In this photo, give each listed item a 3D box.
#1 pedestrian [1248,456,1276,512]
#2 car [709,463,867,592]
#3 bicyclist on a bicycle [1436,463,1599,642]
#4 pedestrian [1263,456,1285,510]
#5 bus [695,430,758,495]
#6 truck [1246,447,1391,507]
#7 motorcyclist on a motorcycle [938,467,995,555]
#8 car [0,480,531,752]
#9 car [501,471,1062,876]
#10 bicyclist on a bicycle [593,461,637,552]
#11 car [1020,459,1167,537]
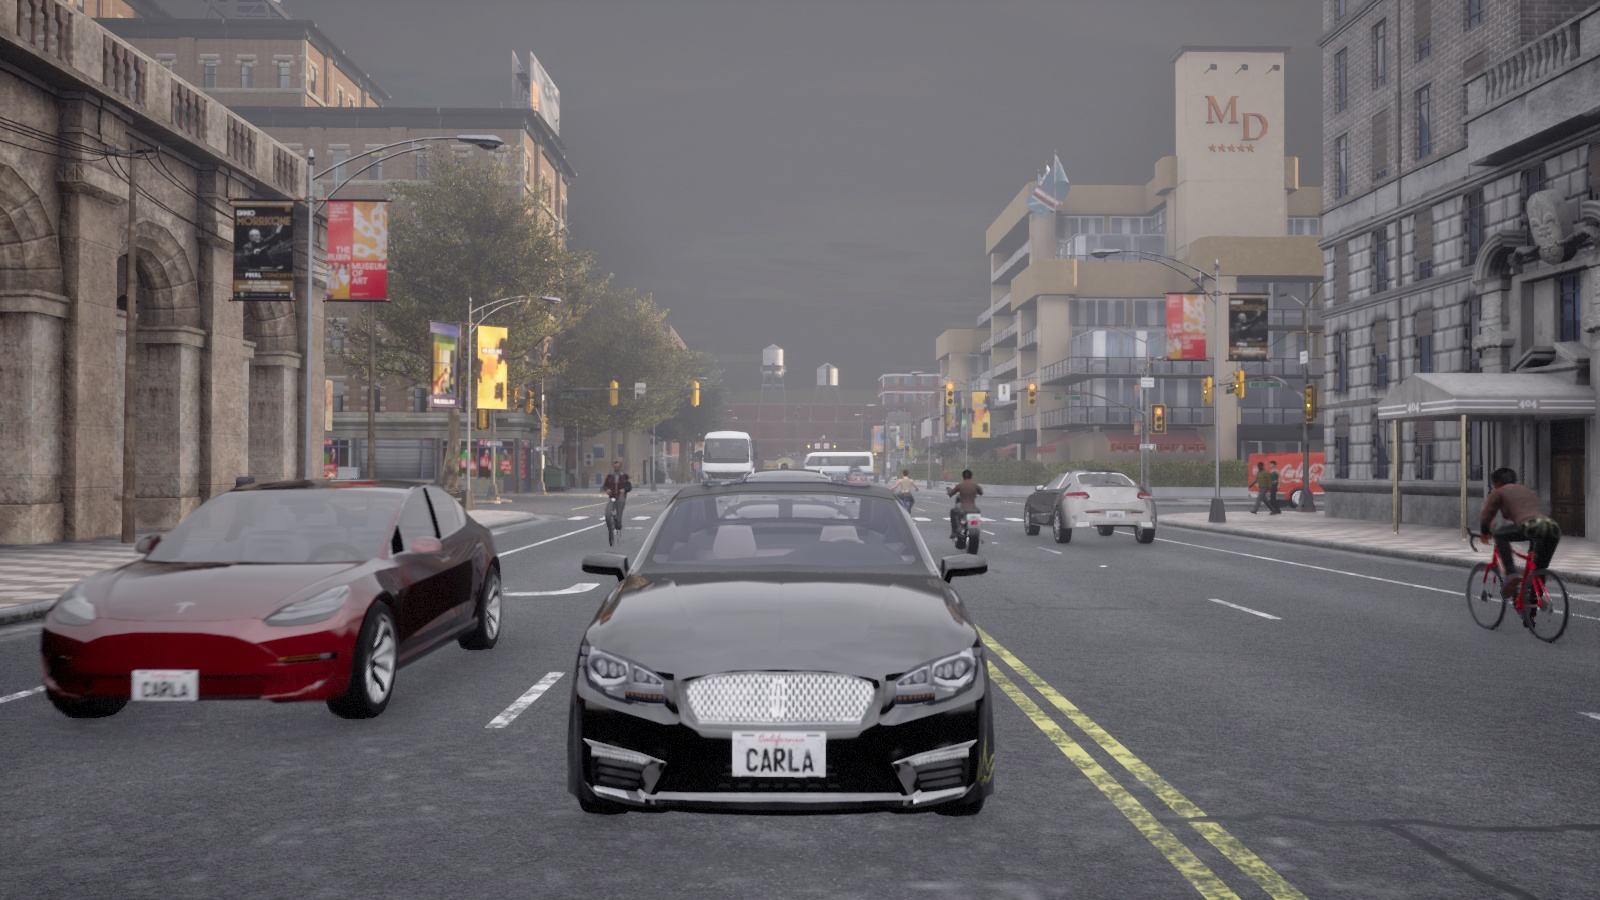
[{"bbox_3d":[15.252,1.105,41.473,0.709,1.840,0.431,0,-1,-13],"label":"pedestrian"},{"bbox_3d":[-0.185,1.059,18.613,2.033,1.649,4.856,0,-1,-1],"label":"car"},{"bbox_3d":[6.907,0.944,12.191,0.582,1.620,1.656,0,-1,-1],"label":"bicyclist on a bicycle"},{"bbox_3d":[16.123,1.122,42.719,0.594,1.836,0.345,0,-1,-6],"label":"pedestrian"},{"bbox_3d":[-4.931,0.915,86.961,3.944,4.253,10.273,0,-1,-1],"label":"bus"},{"bbox_3d":[22.616,1.167,54.976,5.204,2.467,2.627,-1,-1,-1],"label":"truck"},{"bbox_3d":[3.245,1.165,24.654,0.766,1.649,2.350,0,-1,-1],"label":"motorcyclist on a motorcycle"},{"bbox_3d":[-3.605,0.987,9.455,2.163,1.488,4.792,0,-1,0],"label":"car"},{"bbox_3d":[-0.075,0.890,7.233,2.128,1.511,4.902,0,-1,0],"label":"car"},{"bbox_3d":[-3.774,1.131,25.695,0.659,1.776,1.843,0,-1,-1],"label":"bicyclist on a bicycle"},{"bbox_3d":[6.662,1.055,29.144,2.152,1.651,5.027,0,-1,-1],"label":"car"}]
